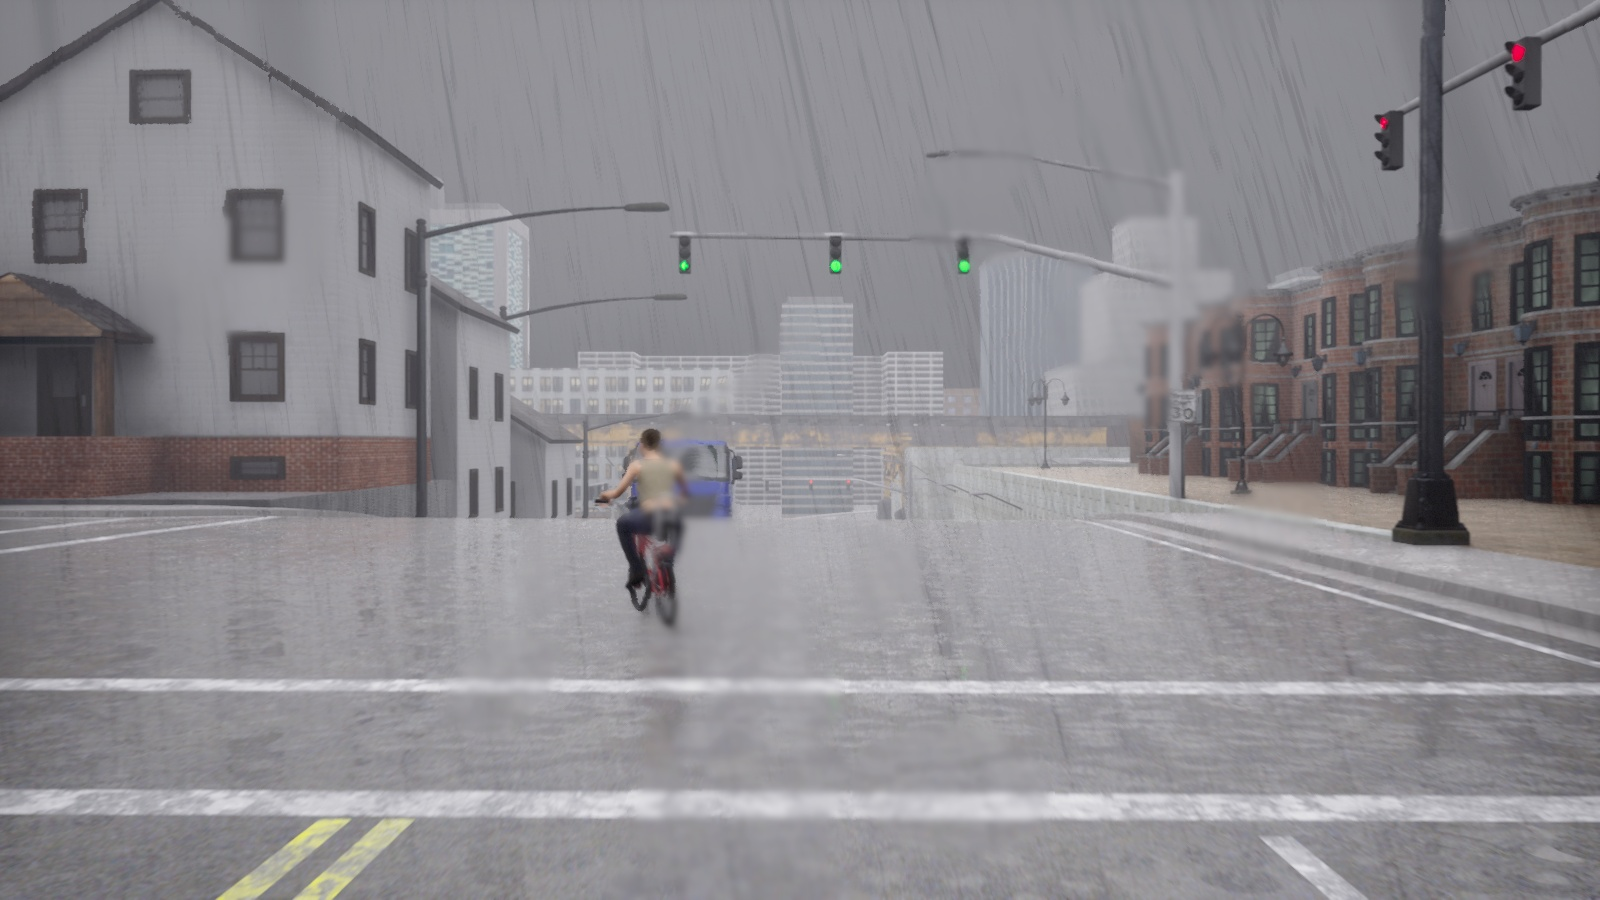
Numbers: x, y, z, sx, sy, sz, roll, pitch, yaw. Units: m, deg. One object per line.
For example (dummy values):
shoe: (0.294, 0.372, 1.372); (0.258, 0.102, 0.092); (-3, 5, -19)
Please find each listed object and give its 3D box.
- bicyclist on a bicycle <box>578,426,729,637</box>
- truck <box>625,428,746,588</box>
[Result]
bicyclist on a bicycle: (-1.260, 0.623, 10.537); (0.866, 1.612, 1.509); (-2, 1, -21)
truck: (-3.277, 1.978, 38.140); (2.891, 3.462, 7.936); (-1, -13, 0)
